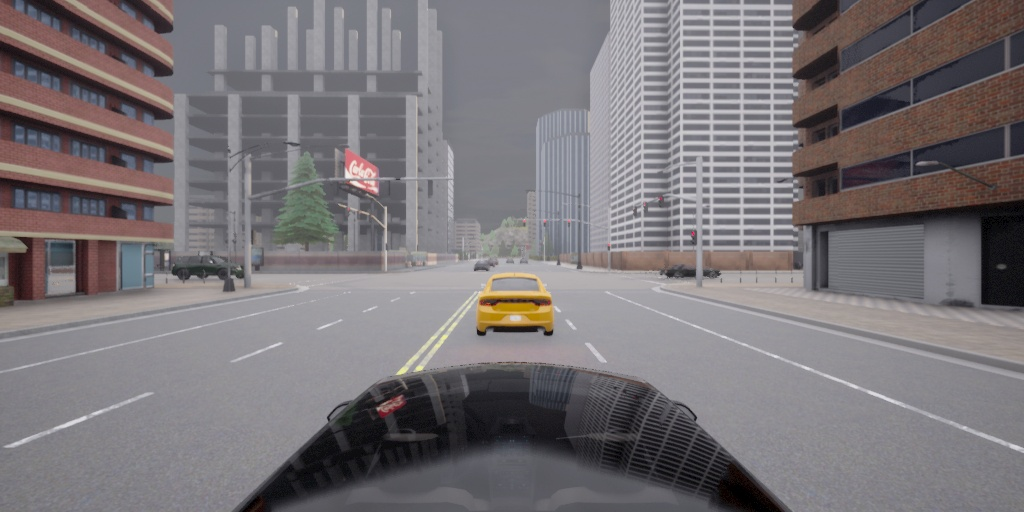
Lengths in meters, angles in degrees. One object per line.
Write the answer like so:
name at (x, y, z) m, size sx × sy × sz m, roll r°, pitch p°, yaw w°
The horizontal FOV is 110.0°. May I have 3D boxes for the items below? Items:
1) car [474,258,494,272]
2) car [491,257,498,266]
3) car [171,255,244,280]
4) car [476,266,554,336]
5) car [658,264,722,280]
car at (-3.841, 1.276, 46.218) m, size 2.033 × 1.411 × 5.357 m, roll 0°, pitch 0°, yaw 0°
car at (-3.905, 1.322, 61.586) m, size 1.895 × 1.301 × 4.718 m, roll 0°, pitch 0°, yaw 0°
car at (-25.310, 0.958, 30.256) m, size 5.566 × 2.045 × 2.150 m, roll 0°, pitch 0°, yaw -1°
car at (0.063, 1.224, 10.429) m, size 1.882 × 1.535 × 5.008 m, roll 0°, pitch 0°, yaw 0°
car at (15.190, 1.337, 30.704) m, size 4.718 × 1.301 × 1.895 m, roll 0°, pitch 0°, yaw 0°
